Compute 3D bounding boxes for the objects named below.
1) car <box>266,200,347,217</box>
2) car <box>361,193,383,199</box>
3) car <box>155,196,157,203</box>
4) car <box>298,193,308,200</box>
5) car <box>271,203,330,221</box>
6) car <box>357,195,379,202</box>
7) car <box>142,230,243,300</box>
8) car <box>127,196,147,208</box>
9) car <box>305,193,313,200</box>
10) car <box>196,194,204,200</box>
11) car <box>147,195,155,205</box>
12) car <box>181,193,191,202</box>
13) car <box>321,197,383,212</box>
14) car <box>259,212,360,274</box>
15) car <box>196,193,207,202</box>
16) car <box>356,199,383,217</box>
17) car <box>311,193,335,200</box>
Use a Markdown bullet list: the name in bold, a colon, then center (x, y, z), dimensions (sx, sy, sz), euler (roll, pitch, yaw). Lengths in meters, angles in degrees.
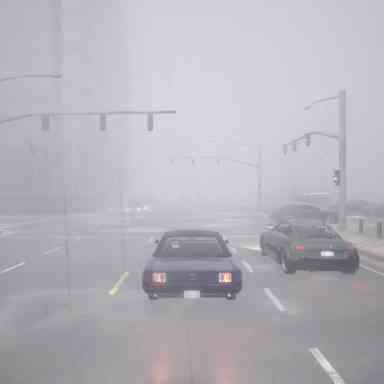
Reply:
- **car**: center (8.010, 1.548, 23.744), dimensions (4.892, 1.490, 1.837), euler (1, 0, -1)
- **car**: center (39.119, 1.208, 71.285), dimensions (4.605, 1.855, 1.932), euler (0, 0, 0)
- **car**: center (-8.225, 1.352, 66.801), dimensions (2.097, 1.767, 4.553), euler (0, 0, 0)
- **car**: center (24.097, 1.209, 65.628), dimensions (4.605, 1.855, 1.932), euler (0, 0, 0)
- **car**: center (8.836, 1.612, 27.253), dimensions (4.181, 1.385, 1.994), euler (0, 0, -1)
- **car**: center (39.163, 1.419, 74.182), dimensions (3.905, 1.438, 1.784), euler (0, 0, 0)
- **car**: center (-0.004, 1.601, 8.350), dimensions (1.895, 1.301, 4.718), euler (0, 0, 0)
- **car**: center (-8.025, 1.505, 47.685), dimensions (1.837, 1.490, 4.892), euler (0, 0, -1)
- **car**: center (24.167, 1.419, 62.945), dimensions (3.905, 1.438, 1.784), euler (0, 0, 0)
- **car**: center (2.014, 1.386, 86.806), dimensions (1.812, 1.442, 4.674), euler (0, 0, -1)
- **car**: center (-8.150, 1.491, 57.038), dimensions (2.128, 1.511, 4.902), euler (0, 0, -1)
- **car**: center (-1.339, 1.215, 76.366), dimensions (2.150, 2.045, 5.566), euler (0, 0, -1)
- **car**: center (16.544, 1.547, 34.537), dimensions (4.902, 1.511, 2.128), euler (0, 0, -1)
- **car**: center (3.470, 1.564, 10.579), dimensions (1.994, 1.385, 4.181), euler (0, 0, -1)
- **car**: center (2.161, 1.215, 76.415), dimensions (2.150, 2.045, 5.566), euler (0, 0, -1)
- **car**: center (18.098, 1.619, 31.053), dimensions (4.181, 1.385, 1.994), euler (0, 0, -1)
- **car**: center (24.187, 1.451, 60.050), dimensions (3.806, 1.475, 1.970), euler (0, 0, 0)
